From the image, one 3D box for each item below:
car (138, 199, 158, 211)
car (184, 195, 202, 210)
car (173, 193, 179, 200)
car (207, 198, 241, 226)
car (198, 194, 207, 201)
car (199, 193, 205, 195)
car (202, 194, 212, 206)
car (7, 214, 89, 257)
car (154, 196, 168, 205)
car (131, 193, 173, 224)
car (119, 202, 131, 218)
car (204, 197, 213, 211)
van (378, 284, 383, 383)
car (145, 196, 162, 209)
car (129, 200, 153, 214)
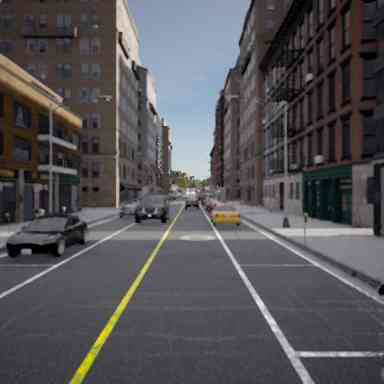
[{"bbox_3d":[-5.395,1.573,41.416,1.947,1.339,4.313,0,0,0],"label":"car"},{"bbox_3d":[0.024,1.513,43.620,1.837,1.490,4.892,0,0,0],"label":"car"},{"bbox_3d":[-5.434,1.324,91.022,2.192,1.841,5.009,0,0,0],"label":"car"},{"bbox_3d":[2.221,1.462,23.066,1.801,1.575,5.366,0,0,0],"label":"car"},{"bbox_3d":[2.686,1.324,85.521,2.192,1.841,5.009,0,0,0],"label":"car"},{"bbox_3d":[2.627,1.324,58.465,2.192,1.841,5.009,0,0,0],"label":"car"},{"bbox_3d":[2.630,1.448,41.418,1.967,1.590,4.097,0,0,0],"label":"car"},{"bbox_3d":[-5.390,1.569,13.004,1.947,1.339,4.313,0,0,0],"label":"car"},{"bbox_3d":[-5.398,1.448,58.463,1.967,1.590,4.097,0,0,0],"label":"car"},{"bbox_3d":[-2.852,1.227,25.177,2.150,2.045,5.566,0,0,0],"label":"car"},{"bbox_3d":[-5.393,1.557,30.051,2.008,1.369,4.403,0,0,0],"label":"car"},{"bbox_3d":[2.631,1.552,35.736,1.887,1.381,4.507,0,0,0],"label":"car"},{"bbox_3d":[2.637,1.342,1.642,1.690,1.788,3.998,0,0,0],"label":"van"},{"bbox_3d":[-5.396,1.448,47.098,1.967,1.590,4.097,0,0,0],"label":"car"},{"bbox_3d":[-5.394,1.551,35.734,1.887,1.381,4.507,0,0,0],"label":"car"}]
